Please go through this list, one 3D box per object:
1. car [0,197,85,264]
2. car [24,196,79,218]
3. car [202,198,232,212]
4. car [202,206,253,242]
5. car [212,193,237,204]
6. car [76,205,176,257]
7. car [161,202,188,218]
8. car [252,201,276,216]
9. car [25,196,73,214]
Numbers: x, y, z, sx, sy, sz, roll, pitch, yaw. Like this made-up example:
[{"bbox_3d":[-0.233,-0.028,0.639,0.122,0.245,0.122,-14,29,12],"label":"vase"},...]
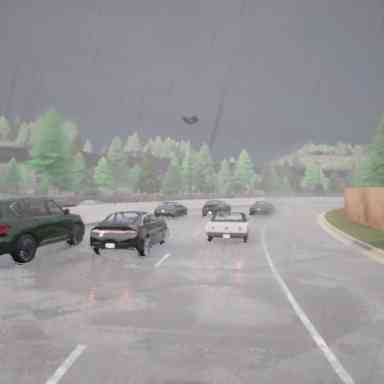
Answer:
[{"bbox_3d":[-5.930,1.194,11.940,2.150,2.045,5.566,0,0,7],"label":"car"},{"bbox_3d":[-12.679,1.292,30.345,2.097,1.767,4.553,0,0,18],"label":"car"},{"bbox_3d":[2.336,1.509,30.626,1.837,1.490,4.892,0,0,20],"label":"car"},{"bbox_3d":[1.913,1.606,16.480,1.895,1.301,4.718,0,0,11],"label":"car"},{"bbox_3d":[6.549,1.235,66.279,2.150,2.045,5.566,0,0,39],"label":"car"},{"bbox_3d":[-2.229,1.479,12.885,2.128,1.511,4.902,0,0,8],"label":"car"},{"bbox_3d":[-1.779,1.551,29.390,1.994,1.385,4.181,0,0,18],"label":"car"},{"bbox_3d":[7.040,1.588,33.030,1.994,1.385,4.181,0,0,22],"label":"car"},{"bbox_3d":[-14.887,1.281,34.890,2.097,1.767,4.553,0,0,20],"label":"car"}]
